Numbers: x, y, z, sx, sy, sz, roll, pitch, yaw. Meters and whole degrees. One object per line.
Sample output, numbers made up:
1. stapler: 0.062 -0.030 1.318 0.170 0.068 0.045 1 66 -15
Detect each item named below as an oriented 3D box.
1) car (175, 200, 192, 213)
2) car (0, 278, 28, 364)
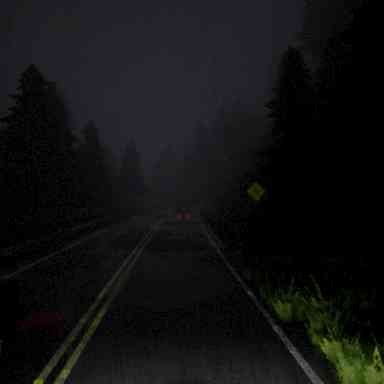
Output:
1. car: -1.085 1.757 41.703 2.128 1.511 4.902 -1 0 -2
2. car: -3.263 1.615 2.691 2.033 1.411 5.357 -1 0 -4
